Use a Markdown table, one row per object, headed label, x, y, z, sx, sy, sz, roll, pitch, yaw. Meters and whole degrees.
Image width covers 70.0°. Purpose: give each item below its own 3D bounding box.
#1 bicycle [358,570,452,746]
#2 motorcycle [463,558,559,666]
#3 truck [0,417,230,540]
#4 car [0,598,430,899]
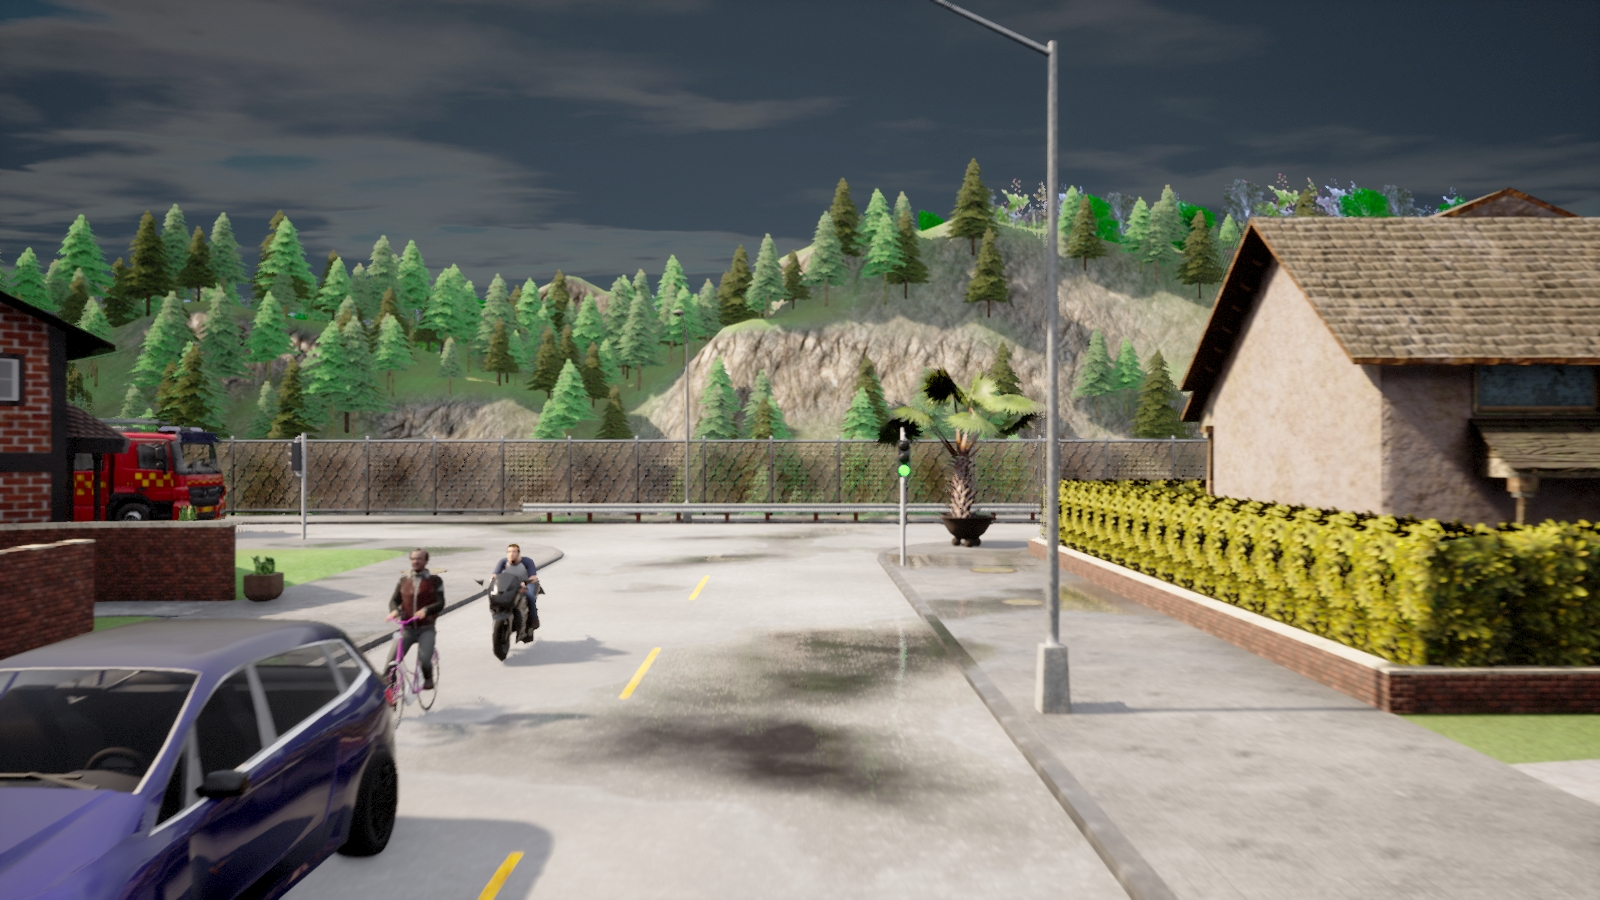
| label | x | y | z | sx | sy | sz | roll | pitch | yaw |
| --- | --- | --- | --- | --- | --- | --- | --- | --- | --- |
| bicycle | -4.004 | 2.061 | 11.689 | 0.329 | 1.471 | 1.835 | 0 | 0 | 0 |
| motorcycle | -3.953 | 2.187 | 15.781 | 0.803 | 1.199 | 2.033 | 0 | 0 | 0 |
| truck | -23.509 | 0.896 | 37.165 | 8.468 | 3.827 | 2.891 | 0 | 0 | 0 |
| car | -3.951 | 1.968 | 6.472 | 2.242 | 1.667 | 4.611 | 0 | 0 | 0 |
